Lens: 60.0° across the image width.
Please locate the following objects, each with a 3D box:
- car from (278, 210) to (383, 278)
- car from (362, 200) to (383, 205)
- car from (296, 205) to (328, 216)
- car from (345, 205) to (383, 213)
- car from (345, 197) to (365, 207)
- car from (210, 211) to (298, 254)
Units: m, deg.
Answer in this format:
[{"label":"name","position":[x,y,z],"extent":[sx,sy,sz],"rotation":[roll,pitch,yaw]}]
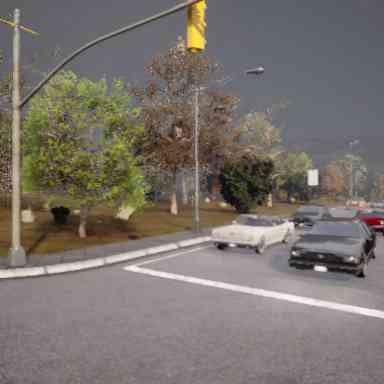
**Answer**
[{"label":"car","position":[4.701,1.548,10.610],"extent":[2.033,1.411,5.357],"rotation":[0,0,34]},{"label":"car","position":[15.475,1.621,27.376],"extent":[1.895,1.301,4.718],"rotation":[0,0,32]},{"label":"car","position":[7.891,1.551,21.931],"extent":[2.033,1.411,5.357],"rotation":[0,0,32]},{"label":"car","position":[9.941,1.603,18.639],"extent":[1.895,1.301,4.718],"rotation":[0,0,32]},{"label":"car","position":[21.027,1.368,42.642],"extent":[2.097,1.767,4.553],"rotation":[0,0,32]},{"label":"car","position":[2.641,1.603,13.837],"extent":[1.895,1.301,4.718],"rotation":[0,0,33]}]
